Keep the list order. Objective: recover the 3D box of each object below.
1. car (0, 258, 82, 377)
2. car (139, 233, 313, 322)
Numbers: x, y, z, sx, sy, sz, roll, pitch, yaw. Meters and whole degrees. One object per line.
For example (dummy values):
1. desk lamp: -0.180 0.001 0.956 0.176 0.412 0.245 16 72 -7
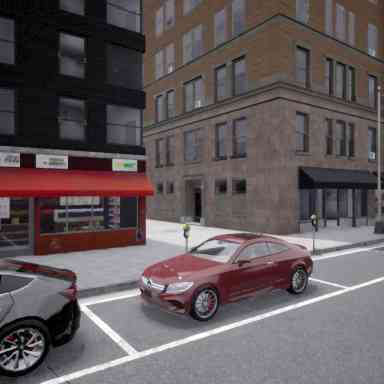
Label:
1. car: -3.566 1.566 3.991 4.313 1.339 1.947 0 0 -35
2. car: 0.915 1.582 7.183 4.206 1.307 1.802 0 0 -35
